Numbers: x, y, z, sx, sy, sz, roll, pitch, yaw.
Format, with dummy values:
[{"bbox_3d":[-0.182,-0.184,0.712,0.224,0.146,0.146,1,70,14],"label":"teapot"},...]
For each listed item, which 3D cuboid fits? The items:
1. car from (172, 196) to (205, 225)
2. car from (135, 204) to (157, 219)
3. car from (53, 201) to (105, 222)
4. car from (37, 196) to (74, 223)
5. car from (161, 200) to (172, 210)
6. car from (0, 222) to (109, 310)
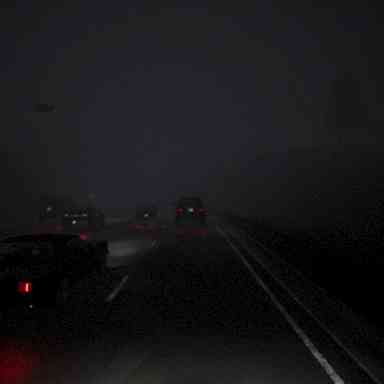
[{"bbox_3d":[-0.238,1.348,25.427,2.150,2.045,5.566,0,0,-4],"label":"car"},{"bbox_3d":[-4.255,1.755,31.275,1.895,1.301,4.718,0,0,-6],"label":"car"},{"bbox_3d":[-7.099,1.602,22.172,2.128,1.511,4.902,0,0,-3],"label":"car"},{"bbox_3d":[-10.881,1.359,27.463,2.150,2.045,5.566,0,0,-5],"label":"car"},{"bbox_3d":[-3.200,1.829,46.364,1.895,1.301,4.718,0,0,-12],"label":"car"},{"bbox_3d":[-3.400,1.640,7.853,1.895,1.301,4.718,0,0,0],"label":"car"}]
